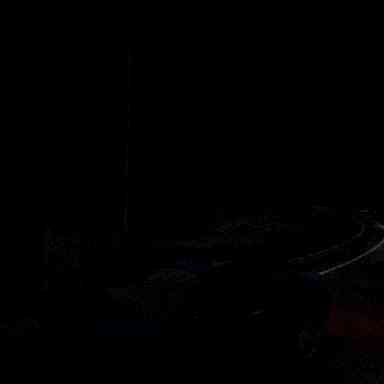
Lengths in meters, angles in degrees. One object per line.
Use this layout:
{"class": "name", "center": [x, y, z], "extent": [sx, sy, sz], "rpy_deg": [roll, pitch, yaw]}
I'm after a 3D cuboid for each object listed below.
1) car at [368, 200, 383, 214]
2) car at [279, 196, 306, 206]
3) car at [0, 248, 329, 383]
{"class": "car", "center": [20.857, 1.589, 36.024], "extent": [1.994, 1.385, 4.181], "rpy_deg": [1, 0, 4]}
{"class": "car", "center": [15.295, 1.317, 50.578], "extent": [1.882, 1.535, 5.008], "rpy_deg": [1, 0, -19]}
{"class": "car", "center": [-0.016, 1.537, 4.271], "extent": [4.674, 1.442, 1.812], "rpy_deg": [0, 0, -39]}
